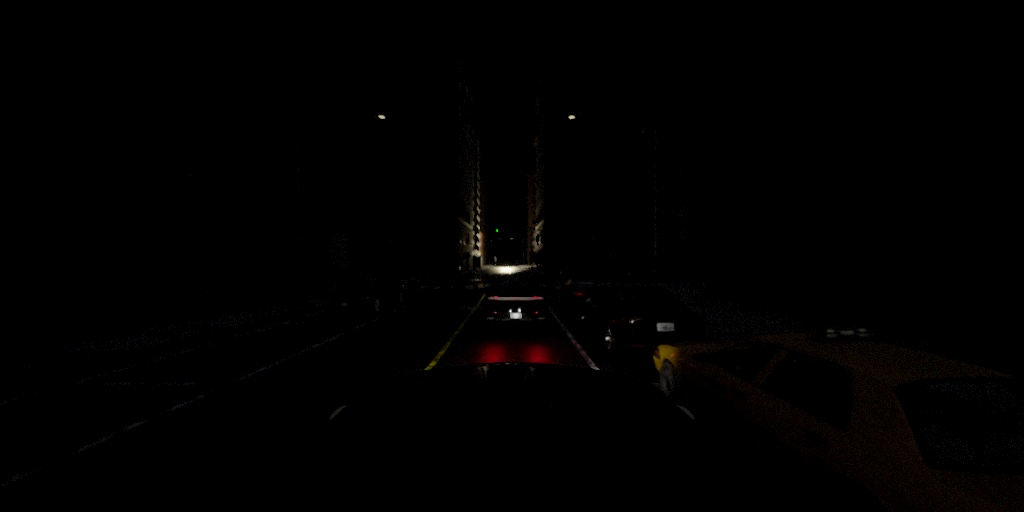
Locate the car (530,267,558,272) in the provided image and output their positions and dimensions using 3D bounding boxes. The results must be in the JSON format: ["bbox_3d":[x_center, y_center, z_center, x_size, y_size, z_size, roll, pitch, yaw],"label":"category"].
[{"bbox_3d":[2.578,1.553,28.645,2.033,1.411,5.357,-1,-1,39],"label":"car"}]

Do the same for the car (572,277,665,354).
[{"bbox_3d":[2.879,1.382,8.759,1.948,1.339,4.313,0,0,0],"label":"car"}]

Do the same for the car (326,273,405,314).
[{"bbox_3d":[-5.663,1.414,14.348,1.888,1.381,4.507,0,0,0],"label":"car"}]

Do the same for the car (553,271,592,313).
[{"bbox_3d":[2.883,1.451,14.345,1.802,1.307,4.207,0,0,0],"label":"car"}]

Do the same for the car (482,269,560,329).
[{"bbox_3d":[0.104,1.336,11.648,2.128,1.511,4.902,0,0,0],"label":"car"}]

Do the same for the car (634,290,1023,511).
[{"bbox_3d":[2.874,1.289,3.343,1.751,1.417,4.829,0,0,0],"label":"car"}]
